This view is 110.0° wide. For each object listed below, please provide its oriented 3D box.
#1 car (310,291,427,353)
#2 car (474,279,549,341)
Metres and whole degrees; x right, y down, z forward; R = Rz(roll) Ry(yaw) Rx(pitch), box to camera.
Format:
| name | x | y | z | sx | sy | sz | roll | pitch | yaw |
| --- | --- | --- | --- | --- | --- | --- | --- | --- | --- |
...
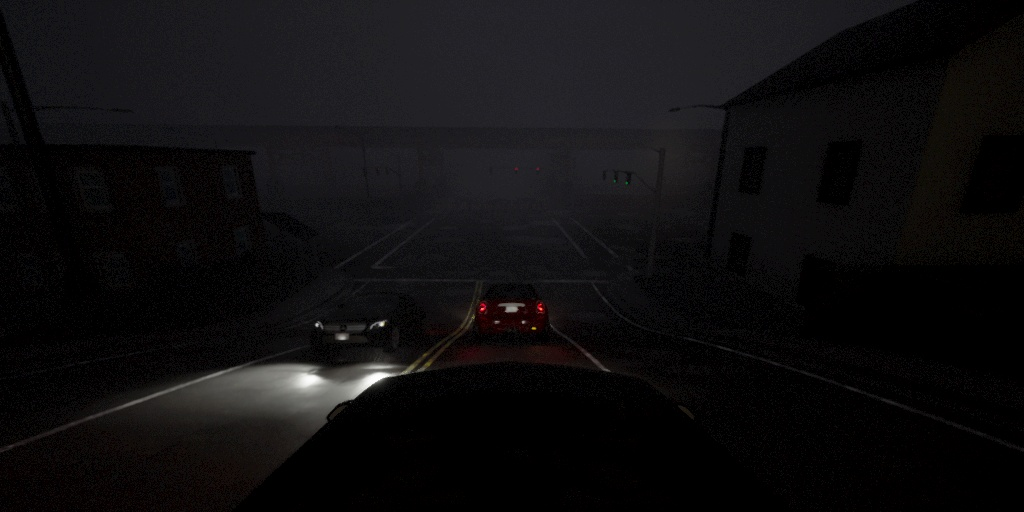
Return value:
| name | x | y | z | sx | sy | sz | roll | pitch | yaw |
| --- | --- | --- | --- | --- | --- | --- | --- | --- | --- |
| car | -3.646 | 1.705 | 10.018 | 1.812 | 1.442 | 4.674 | 0 | -6 | 0 |
| car | -0.028 | 1.711 | 11.839 | 2.097 | 1.767 | 4.553 | 0 | -7 | -1 |
